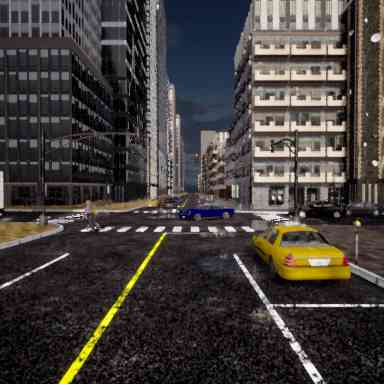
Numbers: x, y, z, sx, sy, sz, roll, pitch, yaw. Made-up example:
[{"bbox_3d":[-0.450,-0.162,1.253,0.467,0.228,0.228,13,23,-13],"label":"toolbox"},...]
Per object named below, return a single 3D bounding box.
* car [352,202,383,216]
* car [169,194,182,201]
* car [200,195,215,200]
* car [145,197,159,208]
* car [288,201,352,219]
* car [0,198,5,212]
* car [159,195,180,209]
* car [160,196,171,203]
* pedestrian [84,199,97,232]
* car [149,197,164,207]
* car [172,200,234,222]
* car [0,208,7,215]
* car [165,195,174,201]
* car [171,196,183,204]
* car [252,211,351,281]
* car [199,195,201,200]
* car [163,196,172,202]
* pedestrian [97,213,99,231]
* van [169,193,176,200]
[{"bbox_3d":[16.377,1.619,32.616,4.403,1.369,2.008,0,1,1],"label":"car"},{"bbox_3d":[-2.980,1.505,55.593,1.812,1.442,4.674,0,0,0],"label":"car"},{"bbox_3d":[2.781,1.531,53.118,2.008,1.369,4.403,-1,0,0],"label":"car"},{"bbox_3d":[-5.611,1.508,47.310,1.752,1.417,4.829,-1,0,0],"label":"car"},{"bbox_3d":[11.236,1.548,30.038,5.008,1.535,1.882,0,1,0],"label":"car"},{"bbox_3d":[-21.597,1.271,33.187,4.829,1.417,1.752,0,0,1],"label":"car"},{"bbox_3d":[-3.001,1.488,45.846,1.837,1.490,4.892,0,0,0],"label":"car"},{"bbox_3d":[-5.566,1.521,70.098,1.887,1.381,4.507,-1,0,0],"label":"car"},{"bbox_3d":[-5.635,1.287,18.374,0.375,1.860,0.375,-1,1,0],"label":"pedestrian"},{"bbox_3d":[-5.599,1.546,53.134,1.947,1.339,4.313,-1,0,0],"label":"car"},{"bbox_3d":[1.114,1.590,26.693,4.718,1.301,1.895,0,0,-38],"label":"car"},{"bbox_3d":[-18.276,1.419,27.374,5.357,1.411,2.033,0,1,1],"label":"car"},{"bbox_3d":[-5.544,1.518,81.407,1.887,1.381,4.507,-1,0,0],"label":"car"},{"bbox_3d":[-2.909,1.524,65.978,2.033,1.411,5.357,0,0,0],"label":"car"},{"bbox_3d":[2.826,1.521,9.679,1.752,1.417,4.829,-1,0,0],"label":"car"},{"bbox_3d":[2.845,1.412,87.046,1.967,1.590,4.097,-1,0,0],"label":"car"},{"bbox_3d":[-5.555,1.556,75.752,1.802,1.307,4.206,-1,0,0],"label":"car"},{"bbox_3d":[-5.704,1.286,19.048,0.375,1.860,0.375,-1,1,0],"label":"pedestrian"},{"bbox_3d":[-5.525,1.311,92.717,1.690,1.788,3.998,-1,0,0],"label":"van"}]
